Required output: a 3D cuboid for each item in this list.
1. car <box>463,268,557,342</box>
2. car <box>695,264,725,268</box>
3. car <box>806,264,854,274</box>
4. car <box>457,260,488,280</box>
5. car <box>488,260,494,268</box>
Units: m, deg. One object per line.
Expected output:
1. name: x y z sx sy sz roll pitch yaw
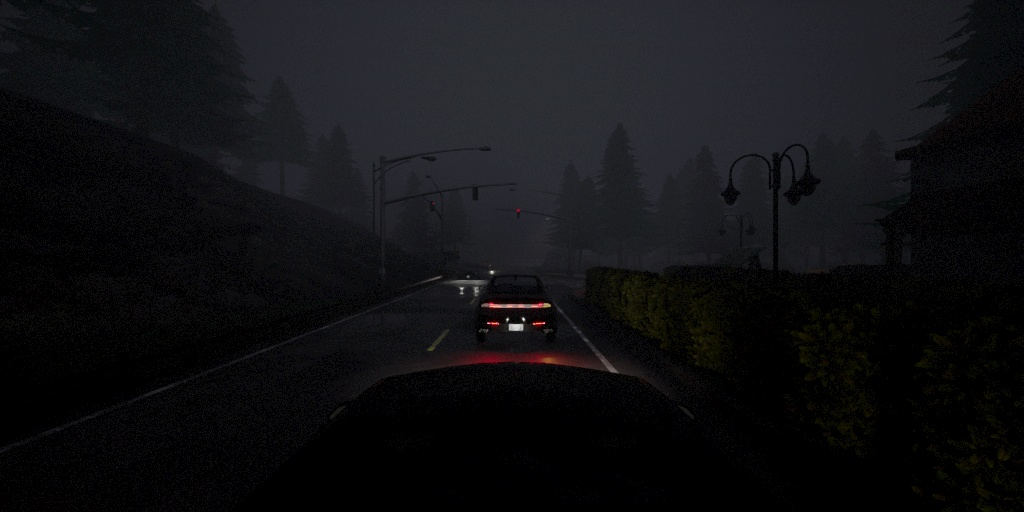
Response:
1. car: 0.095 1.242 9.740 2.128 1.511 4.902 0 0 0
2. car: 15.756 1.417 29.547 4.892 1.490 1.837 0 0 0
3. car: 27.010 1.390 29.444 5.008 1.535 1.882 0 0 1
4. car: -3.541 1.297 31.635 2.033 1.411 5.357 0 0 0
5. car: -3.487 1.227 49.540 1.882 1.535 5.008 0 0 0
